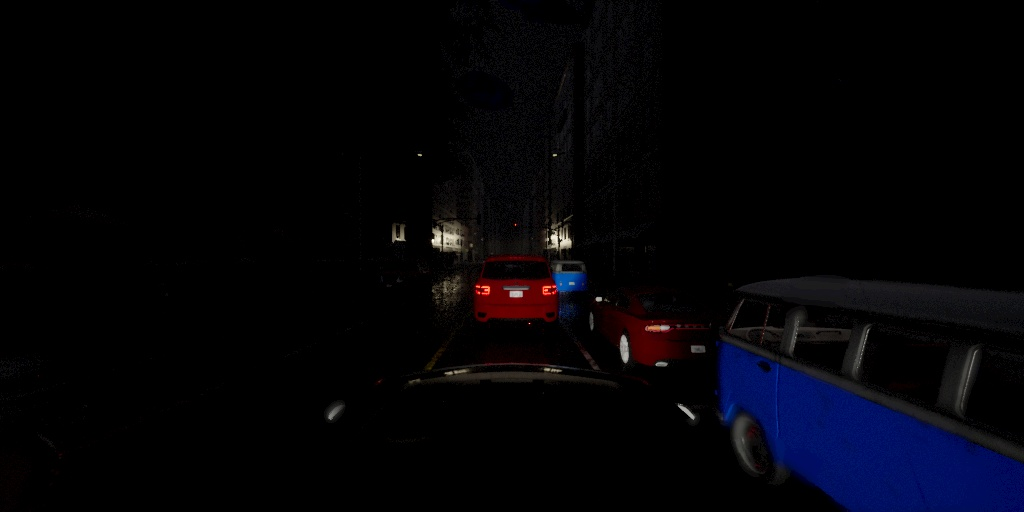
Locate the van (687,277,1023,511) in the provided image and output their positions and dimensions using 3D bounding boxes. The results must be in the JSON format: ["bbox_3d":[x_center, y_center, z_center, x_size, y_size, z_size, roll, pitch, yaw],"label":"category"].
[{"bbox_3d":[2.856,1.091,2.072,1.690,1.789,3.998,0,0,0],"label":"van"}]

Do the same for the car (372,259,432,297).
[{"bbox_3d":[-5.647,1.060,19.025,2.192,1.841,5.009,0,0,0],"label":"car"}]

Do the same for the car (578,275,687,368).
[{"bbox_3d":[2.863,1.294,7.733,1.888,1.381,4.507,0,0,0],"label":"car"}]

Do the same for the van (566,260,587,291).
[{"bbox_3d":[2.878,1.086,19.054,1.690,1.789,3.998,0,0,0],"label":"van"}]

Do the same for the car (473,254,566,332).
[{"bbox_3d":[0.113,0.970,10.954,2.150,2.045,5.566,0,0,0],"label":"car"}]
